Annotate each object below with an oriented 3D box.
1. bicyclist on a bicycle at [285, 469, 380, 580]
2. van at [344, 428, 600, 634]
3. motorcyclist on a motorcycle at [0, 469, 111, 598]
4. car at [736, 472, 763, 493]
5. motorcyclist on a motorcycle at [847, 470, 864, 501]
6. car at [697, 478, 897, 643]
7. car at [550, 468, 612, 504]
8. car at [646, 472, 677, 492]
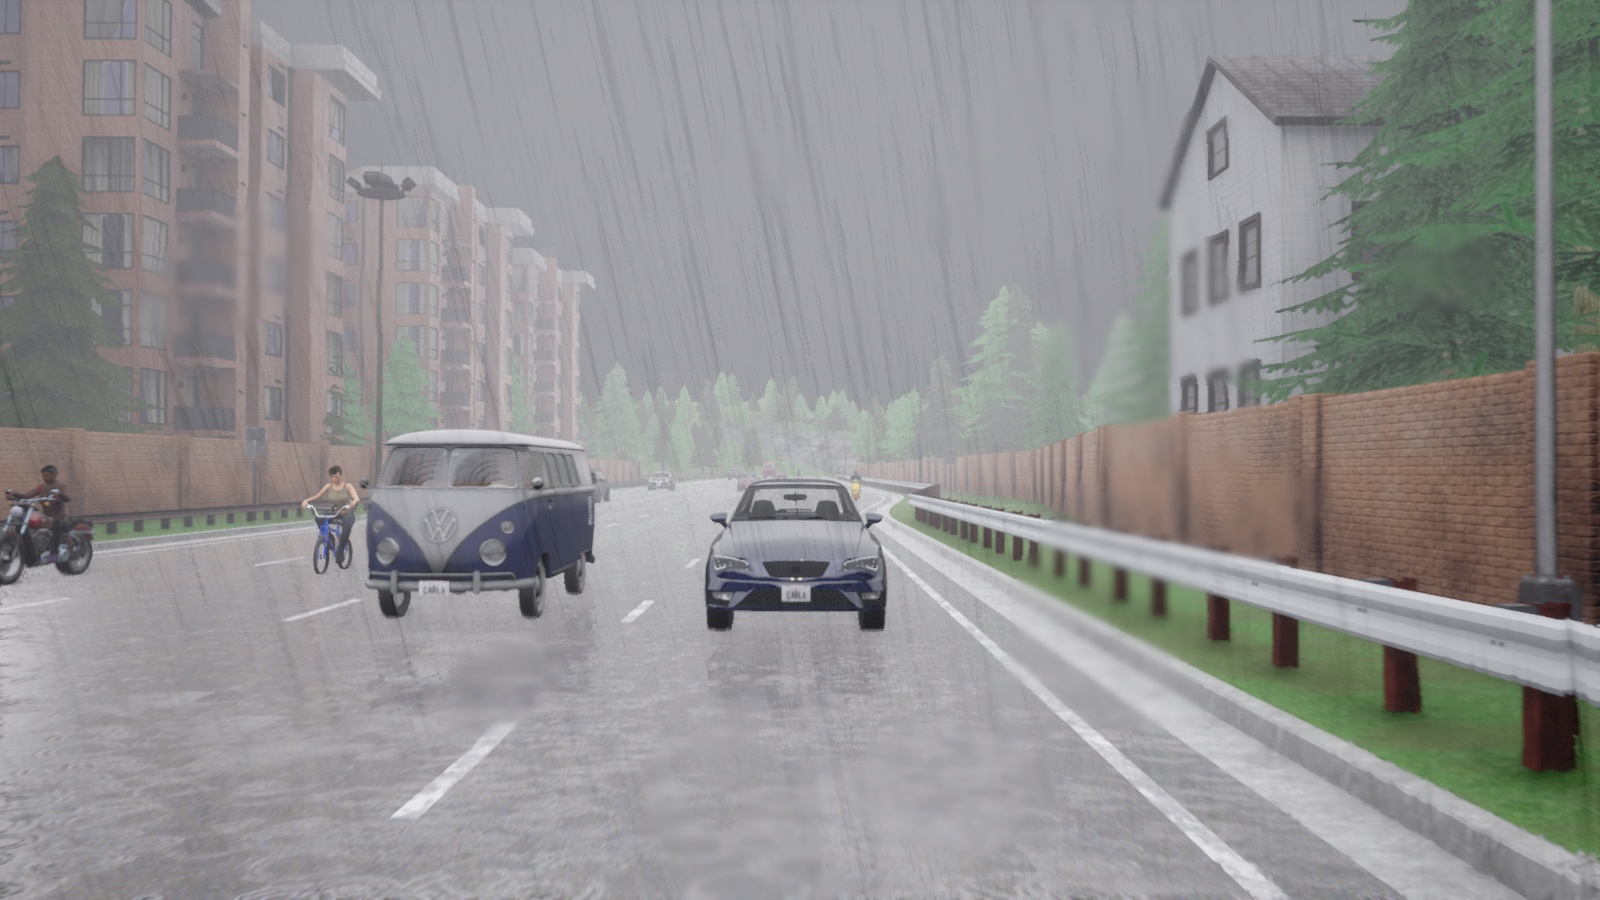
[{"bbox_3d":[-7.042,1.097,18.979,0.866,1.612,1.509,0,-1,0],"label":"bicyclist on a bicycle"},{"bbox_3d":[-3.536,0.823,14.405,1.775,1.987,4.442,0,-1,0],"label":"van"},{"bbox_3d":[-10.542,1.098,17.353,0.766,1.649,2.350,0,-1,0],"label":"motorcyclist on a motorcycle"},{"bbox_3d":[-3.724,2.391,92.446,1.845,1.501,3.633,0,-1,0],"label":"car"},{"bbox_3d":[2.906,1.848,65.236,0.866,1.590,1.817,0,-1,3],"label":"motorcyclist on a motorcycle"},{"bbox_3d":[-0.033,1.055,13.566,1.816,1.474,4.193,0,-1,0],"label":"car"},{"bbox_3d":[-10.651,1.731,61.523,2.242,1.667,4.611,0,-1,0],"label":"car"},{"bbox_3d":[-10.736,2.451,97.283,1.970,1.475,3.806,0,-1,0],"label":"car"}]
